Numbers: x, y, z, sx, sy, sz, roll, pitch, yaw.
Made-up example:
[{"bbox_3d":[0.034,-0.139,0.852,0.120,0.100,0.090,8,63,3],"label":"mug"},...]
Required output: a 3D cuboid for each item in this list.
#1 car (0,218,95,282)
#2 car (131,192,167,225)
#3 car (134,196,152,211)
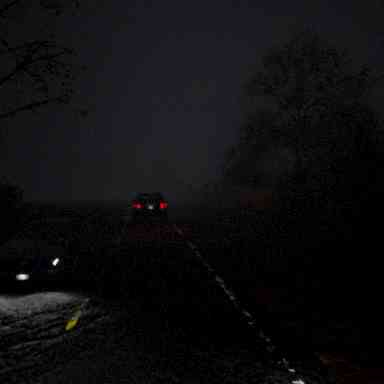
[{"bbox_3d":[-4.186,1.522,10.158,2.033,1.411,5.357,-1,1,-8],"label":"car"},{"bbox_3d":[-2.944,1.047,22.883,2.150,2.045,5.566,-1,0,-9],"label":"car"},{"bbox_3d":[-5.659,1.237,38.172,1.837,1.490,4.892,-1,1,-11],"label":"car"}]
